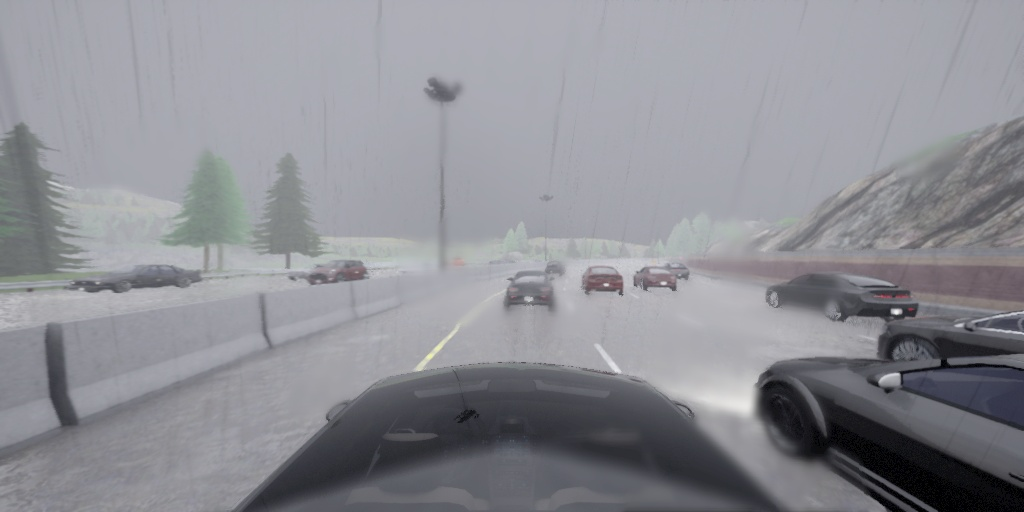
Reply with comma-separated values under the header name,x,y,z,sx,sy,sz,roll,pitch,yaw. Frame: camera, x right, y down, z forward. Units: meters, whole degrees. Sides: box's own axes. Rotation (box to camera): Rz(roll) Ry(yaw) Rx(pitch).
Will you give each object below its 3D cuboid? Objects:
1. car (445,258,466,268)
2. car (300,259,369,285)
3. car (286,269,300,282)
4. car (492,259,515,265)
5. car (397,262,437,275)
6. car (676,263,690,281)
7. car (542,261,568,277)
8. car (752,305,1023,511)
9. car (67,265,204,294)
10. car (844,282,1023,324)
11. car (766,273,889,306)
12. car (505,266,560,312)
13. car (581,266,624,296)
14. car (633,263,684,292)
name,x,y,z,sx,sy,sz,roll,pitch,yaw
car,-9.722,1.096,61.048,2.097,1.767,4.553,0,0,21
car,-12.126,1.044,25.250,2.097,1.767,4.553,0,0,9
car,-15.247,1.275,28.167,1.895,1.301,4.718,0,0,10
car,-1.041,1.298,64.015,2.128,1.511,4.902,0,0,23
car,-7.810,1.252,29.930,1.812,1.442,4.674,0,0,11
car,14.172,1.366,31.499,2.128,1.511,4.902,0,0,13
car,4.459,1.319,35.957,1.837,1.490,4.892,0,0,14
car,3.730,1.340,2.363,1.994,1.385,4.181,0,0,0
car,-19.997,1.181,19.546,2.033,1.411,5.357,0,0,6
car,7.242,1.293,4.200,2.128,1.511,4.902,0,0,1
car,11.179,1.341,12.656,1.837,1.490,4.892,0,0,5
car,0.792,1.294,14.233,1.812,1.442,4.674,0,0,5
car,4.975,1.279,20.142,1.882,1.535,5.008,0,0,7
car,8.797,1.355,22.269,1.812,1.442,4.674,0,0,8
